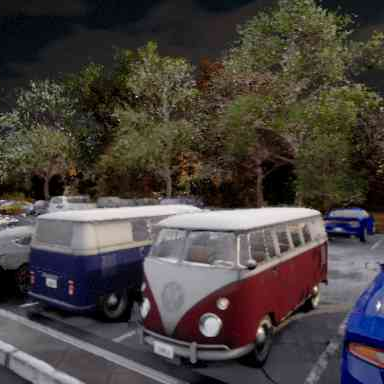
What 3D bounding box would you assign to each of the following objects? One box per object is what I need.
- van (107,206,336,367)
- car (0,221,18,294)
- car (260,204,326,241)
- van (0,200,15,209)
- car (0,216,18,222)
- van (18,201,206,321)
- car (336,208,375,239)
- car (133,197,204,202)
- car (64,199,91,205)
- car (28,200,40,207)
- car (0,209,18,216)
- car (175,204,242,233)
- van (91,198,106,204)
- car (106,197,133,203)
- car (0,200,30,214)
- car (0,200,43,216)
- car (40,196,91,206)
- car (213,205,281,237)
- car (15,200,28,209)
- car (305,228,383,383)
[{"bbox_3d":[0.941,1.303,5.779,1.878,1.987,4.442,-1,0,35],"label":"van"},{"bbox_3d":[-3.539,1.608,9.147,2.163,1.488,4.792,-1,0,35],"label":"car"},{"bbox_3d":[5.845,1.557,18.712,1.946,1.575,5.366,-1,0,35],"label":"car"},{"bbox_3d":[-10.348,1.401,14.100,1.878,1.987,4.442,0,0,35],"label":"van"},{"bbox_3d":[-5.845,1.637,10.749,2.002,1.452,4.674,0,0,35],"label":"car"},{"bbox_3d":[-1.206,1.328,7.594,1.878,1.987,4.442,-1,0,35],"label":"van"},{"bbox_3d":[7.998,1.535,16.947,2.097,1.535,5.008,-1,0,35],"label":"car"},{"bbox_3d":[-1.066,1.364,23.370,2.435,2.045,5.566,0,0,35],"label":"car"},{"bbox_3d":[-7.725,1.641,28.373,1.946,1.575,5.366,0,0,35],"label":"car"},{"bbox_3d":[-12.372,1.689,31.417,2.163,1.488,4.792,0,0,35],"label":"car"},{"bbox_3d":[-8.124,1.613,12.382,2.231,1.521,4.892,0,0,35],"label":"car"},{"bbox_3d":[1.229,1.630,21.806,2.163,1.488,4.792,0,0,35],"label":"car"},{"bbox_3d":[-5.505,1.410,26.708,1.878,1.987,4.442,0,0,35],"label":"van"},{"bbox_3d":[-3.295,1.377,25.026,2.435,2.045,5.566,0,0,35],"label":"car"},{"bbox_3d":[-21.399,1.692,37.884,2.231,1.521,4.892,0,0,35],"label":"car"},{"bbox_3d":[-19.248,1.680,36.118,1.946,1.575,5.366,0,0,35],"label":"car"},{"bbox_3d":[-10.079,1.401,29.855,2.435,2.045,5.566,0,0,35],"label":"car"},{"bbox_3d":[3.463,1.614,20.145,2.163,1.488,4.792,0,0,35],"label":"car"},{"bbox_3d":[-14.601,1.542,33.076,2.185,1.767,4.553,0,0,35],"label":"car"},{"bbox_3d":[3.294,1.500,4.241,2.097,1.535,5.008,-1,0,35],"label":"car"}]
